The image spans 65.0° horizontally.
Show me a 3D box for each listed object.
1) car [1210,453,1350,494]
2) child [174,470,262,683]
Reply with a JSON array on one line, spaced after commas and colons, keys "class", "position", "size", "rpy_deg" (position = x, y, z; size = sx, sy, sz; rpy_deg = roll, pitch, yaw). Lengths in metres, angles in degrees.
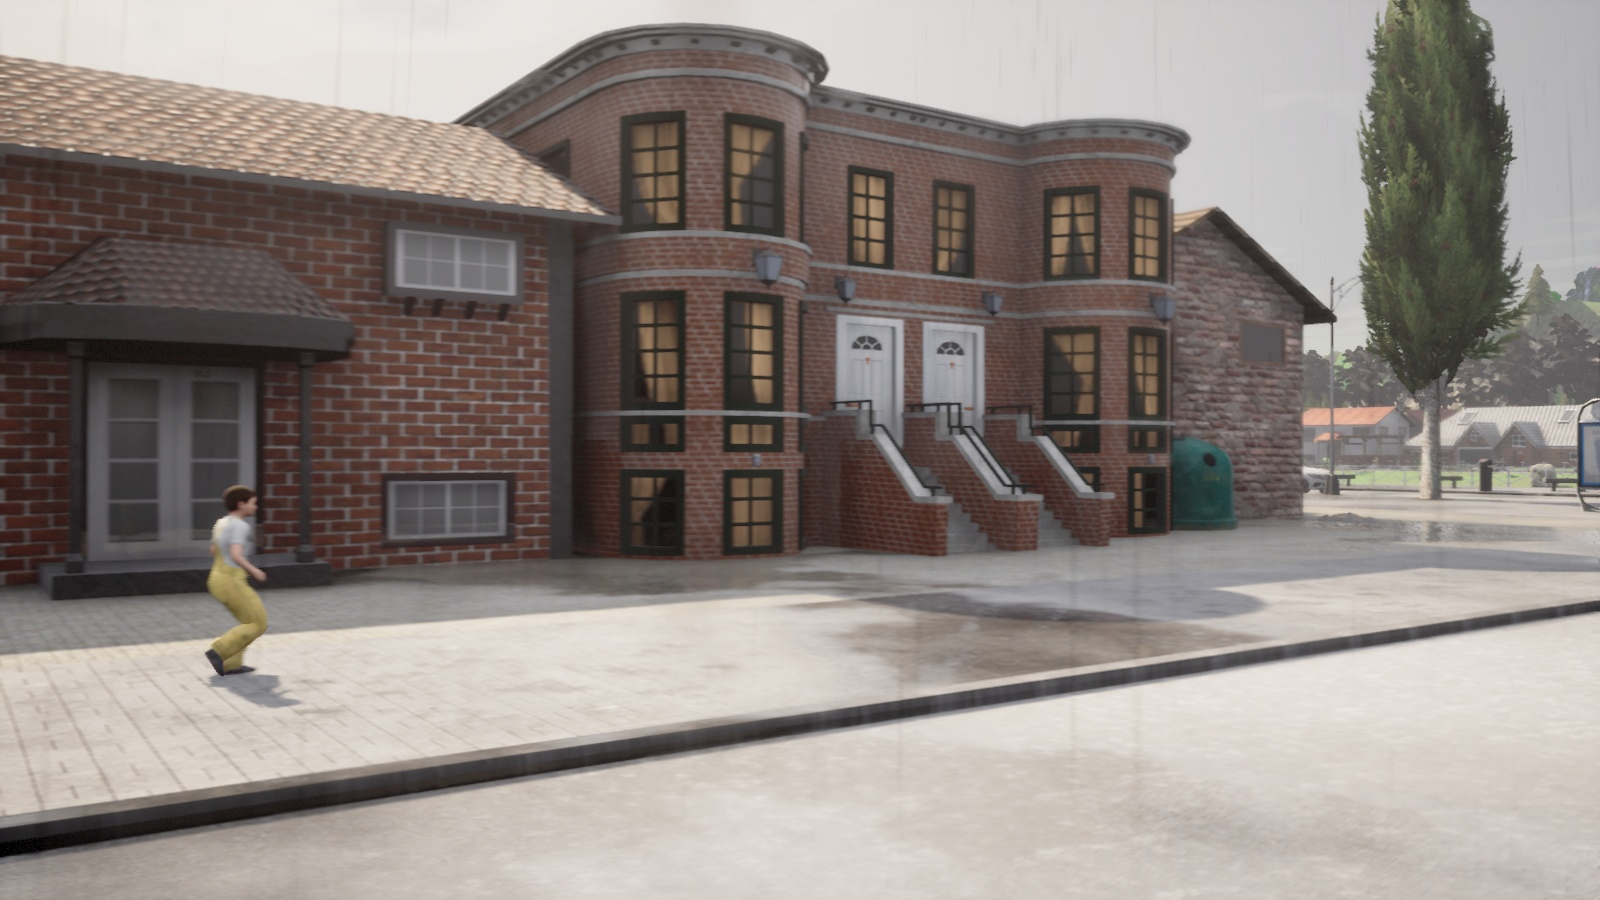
[{"class": "car", "position": [17.927, 0.848, 47.105], "size": [1.812, 1.442, 4.674], "rpy_deg": [0, 0, -35]}, {"class": "child", "position": [-3.588, 0.760, 7.748], "size": [0.437, 1.263, 0.270], "rpy_deg": [0, 0, -40]}]
